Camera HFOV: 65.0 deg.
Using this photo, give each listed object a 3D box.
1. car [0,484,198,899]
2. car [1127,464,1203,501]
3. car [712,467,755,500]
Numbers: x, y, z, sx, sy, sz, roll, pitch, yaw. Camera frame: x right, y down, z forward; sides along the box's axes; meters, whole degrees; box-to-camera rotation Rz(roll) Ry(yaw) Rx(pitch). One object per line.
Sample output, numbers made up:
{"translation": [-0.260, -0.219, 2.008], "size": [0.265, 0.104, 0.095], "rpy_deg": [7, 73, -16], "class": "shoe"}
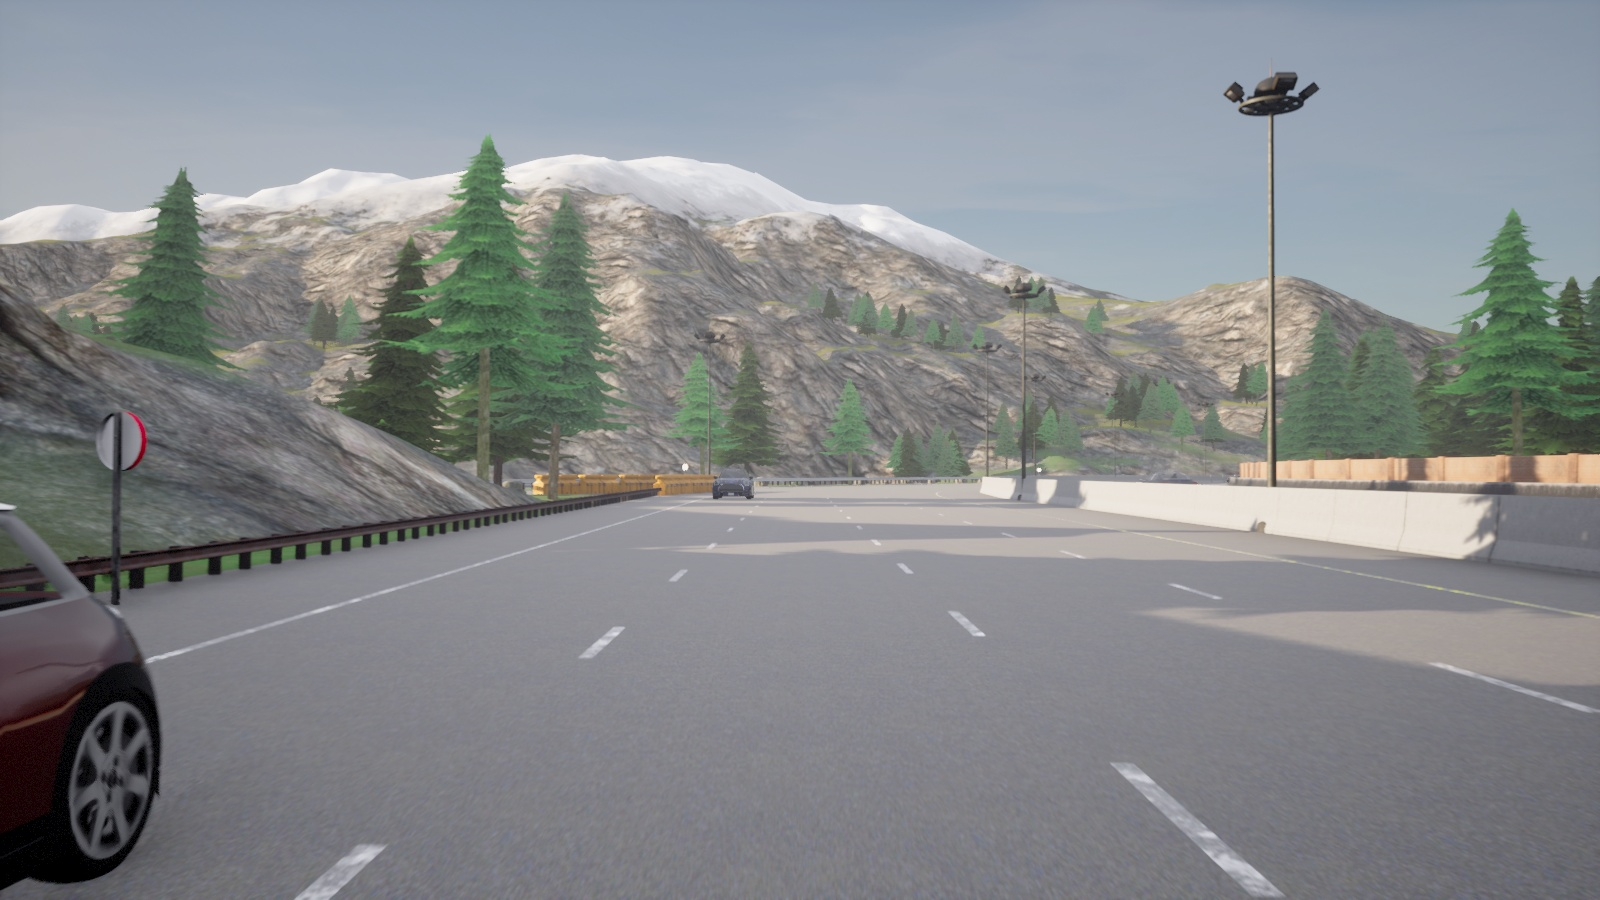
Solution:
{"translation": [-3.506, 0.850, 3.353], "size": [1.970, 1.475, 3.806], "rpy_deg": [0, -1, 0], "class": "car"}
{"translation": [17.354, 1.527, 59.913], "size": [2.152, 1.651, 5.027], "rpy_deg": [0, -1, 0], "class": "car"}
{"translation": [-3.653, 1.850, 69.429], "size": [2.097, 1.767, 4.553], "rpy_deg": [0, -1, 1], "class": "car"}
